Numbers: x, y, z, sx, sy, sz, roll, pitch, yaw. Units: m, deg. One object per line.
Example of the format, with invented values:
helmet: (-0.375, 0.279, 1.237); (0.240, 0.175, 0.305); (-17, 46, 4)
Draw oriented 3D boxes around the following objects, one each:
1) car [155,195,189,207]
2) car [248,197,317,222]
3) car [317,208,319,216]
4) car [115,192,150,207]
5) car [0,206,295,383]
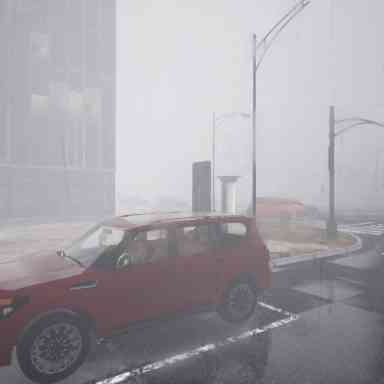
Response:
car: (-2.537, 1.125, 41.035); (2.033, 1.411, 5.357); (0, 1, -36)
car: (6.107, 1.159, 23.835); (2.097, 1.767, 4.553); (0, 1, -36)
car: (7.879, 1.300, 26.940); (1.837, 1.490, 4.892); (0, 1, -36)
car: (-7.409, 1.072, 42.171); (2.033, 1.411, 5.357); (0, 1, -36)
car: (-0.818, 1.315, 5.592); (5.009, 1.841, 2.192); (0, 0, -35)
